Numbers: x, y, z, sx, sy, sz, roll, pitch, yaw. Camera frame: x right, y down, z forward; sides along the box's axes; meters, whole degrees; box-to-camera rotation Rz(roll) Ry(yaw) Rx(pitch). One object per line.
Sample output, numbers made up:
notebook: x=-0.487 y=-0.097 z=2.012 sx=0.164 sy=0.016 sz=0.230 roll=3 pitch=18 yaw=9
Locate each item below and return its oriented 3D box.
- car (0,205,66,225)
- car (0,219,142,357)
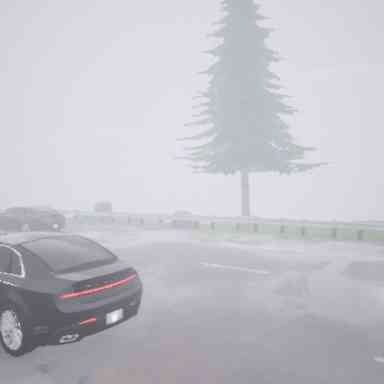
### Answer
car: x=-8.958 y=1.468 z=17.944 sx=4.892 sy=1.490 sz=1.837 roll=0 pitch=0 yaw=30
car: x=-3.096 y=1.492 z=6.032 sx=4.892 sy=1.490 sz=1.837 roll=0 pitch=0 yaw=34
